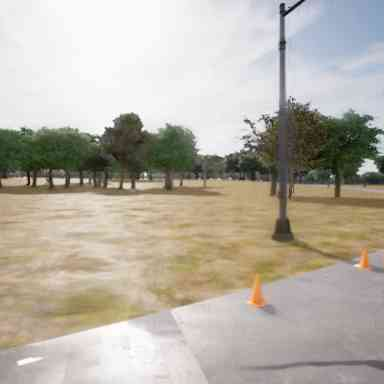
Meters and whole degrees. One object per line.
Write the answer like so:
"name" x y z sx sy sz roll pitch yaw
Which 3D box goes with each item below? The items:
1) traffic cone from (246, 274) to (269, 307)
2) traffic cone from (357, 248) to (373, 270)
"traffic cone" 1.328 1.963 6.734 0.340 0.580 0.340 0 0 -38
"traffic cone" 5.121 1.953 9.830 0.340 0.580 0.340 0 0 -40
